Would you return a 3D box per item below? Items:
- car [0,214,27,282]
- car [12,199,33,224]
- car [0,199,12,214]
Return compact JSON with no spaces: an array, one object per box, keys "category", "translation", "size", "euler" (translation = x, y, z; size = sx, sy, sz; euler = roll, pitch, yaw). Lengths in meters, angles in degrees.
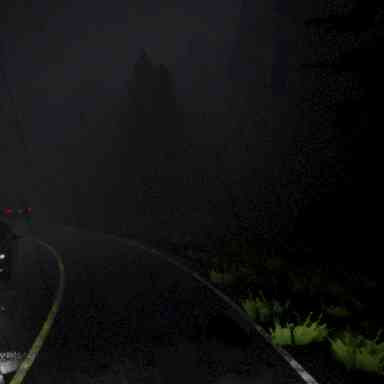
[{"category":"car","translation":[-6.247,1.644,9.863],"size":[2.128,1.511,4.902],"euler":[0,-1,-25]},{"category":"car","translation":[-15.349,1.626,27.900],"size":[5.566,2.045,2.150],"euler":[-1,-1,44]},{"category":"car","translation":[-12.386,1.519,19.438],"size":[2.150,2.045,5.566],"euler":[0,-1,-38]}]
